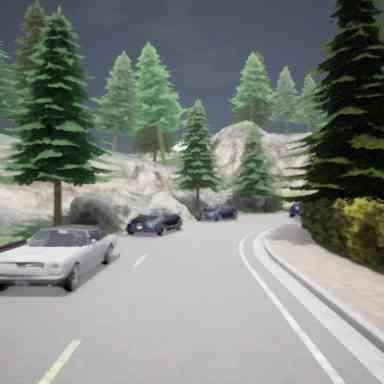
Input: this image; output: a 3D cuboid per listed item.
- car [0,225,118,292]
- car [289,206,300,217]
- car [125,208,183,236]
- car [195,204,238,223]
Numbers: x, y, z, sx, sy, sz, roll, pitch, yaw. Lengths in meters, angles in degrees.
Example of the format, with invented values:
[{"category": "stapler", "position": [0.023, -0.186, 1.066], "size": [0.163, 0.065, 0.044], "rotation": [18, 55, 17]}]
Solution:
[{"category": "car", "position": [-3.536, 1.638, 9.212], "size": [1.895, 1.301, 4.718], "rotation": [0, 0, 2]}, {"category": "car", "position": [11.189, 1.473, 30.983], "size": [4.553, 1.767, 2.097], "rotation": [0, 0, -33]}, {"category": "car", "position": [-2.028, 1.639, 18.962], "size": [1.994, 1.385, 4.181], "rotation": [0, 0, 20]}, {"category": "car", "position": [2.063, 1.669, 27.095], "size": [1.994, 1.385, 4.181], "rotation": [0, 0, 38]}]
